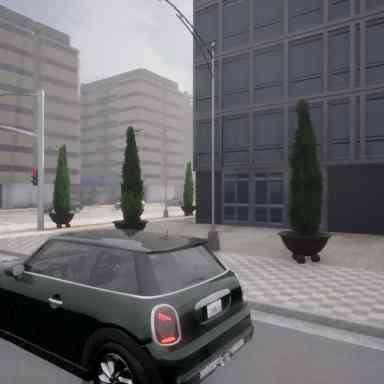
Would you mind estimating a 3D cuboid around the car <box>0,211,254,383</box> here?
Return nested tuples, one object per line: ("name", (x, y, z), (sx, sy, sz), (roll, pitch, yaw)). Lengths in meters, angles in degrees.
("car", (-1.472, 1.352, 5.043), (4.553, 1.767, 2.097), (0, 0, 35))

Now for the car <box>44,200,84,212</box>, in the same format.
("car", (-14.093, 1.560, 35.981), (1.837, 1.490, 4.892), (0, 0, 35))

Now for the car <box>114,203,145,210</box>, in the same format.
("car", (-8.198, 1.581, 44.321), (1.812, 1.442, 4.674), (0, 0, 35))

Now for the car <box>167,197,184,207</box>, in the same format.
("car", (-2.251, 1.559, 52.739), (1.837, 1.490, 4.892), (0, 0, 35))
